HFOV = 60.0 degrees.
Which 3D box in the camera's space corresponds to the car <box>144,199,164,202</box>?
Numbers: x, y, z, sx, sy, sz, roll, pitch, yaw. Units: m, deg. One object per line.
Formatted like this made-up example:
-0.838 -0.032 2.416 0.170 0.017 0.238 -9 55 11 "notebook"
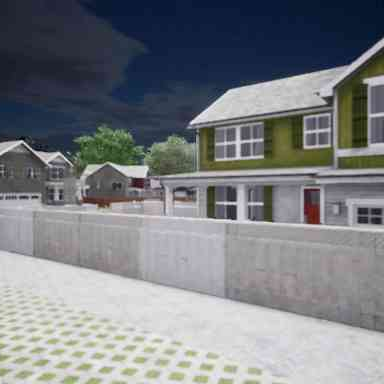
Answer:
-4.368 1.541 39.940 2.128 1.511 4.902 0 0 20 "car"
